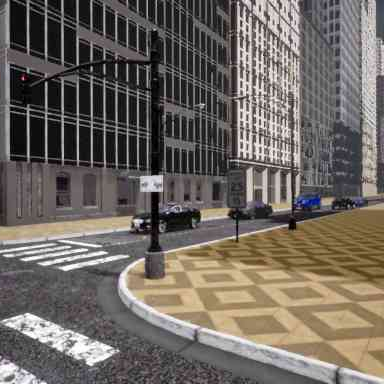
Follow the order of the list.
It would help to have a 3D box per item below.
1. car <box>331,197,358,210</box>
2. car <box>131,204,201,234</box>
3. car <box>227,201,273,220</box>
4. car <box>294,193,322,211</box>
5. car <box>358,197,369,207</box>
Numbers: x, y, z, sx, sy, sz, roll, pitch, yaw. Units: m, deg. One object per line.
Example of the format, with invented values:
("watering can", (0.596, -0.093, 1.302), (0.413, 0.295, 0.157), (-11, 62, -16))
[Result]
("car", (18.385, 1.359, 40.405), (1.837, 1.490, 4.892), (0, 0, 37))
("car", (-1.386, 1.447, 19.244), (2.128, 1.511, 4.902), (0, 0, 37))
("car", (4.978, 1.470, 27.742), (2.033, 1.411, 5.357), (0, 0, 37))
("car", (13.541, 1.101, 39.149), (2.150, 2.045, 5.566), (0, 0, 37))
("car", (24.597, 1.369, 48.773), (2.033, 1.411, 5.357), (0, 0, 37))
